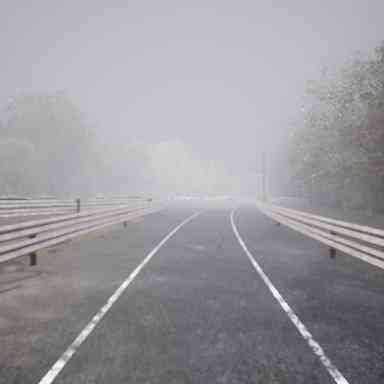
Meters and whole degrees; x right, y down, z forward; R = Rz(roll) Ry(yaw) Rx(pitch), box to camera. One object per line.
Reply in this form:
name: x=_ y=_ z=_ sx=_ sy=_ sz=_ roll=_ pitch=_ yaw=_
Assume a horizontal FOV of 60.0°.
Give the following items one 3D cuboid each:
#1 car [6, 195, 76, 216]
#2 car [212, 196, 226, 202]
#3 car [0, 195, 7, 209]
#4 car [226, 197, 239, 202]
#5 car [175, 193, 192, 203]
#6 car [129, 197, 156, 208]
car: x=-11.723 y=1.131 z=26.872 sx=2.033 sy=1.411 sz=5.357 roll=0 pitch=-1 yaw=21
car: x=6.528 y=1.790 z=84.585 sx=1.882 sy=1.535 sz=5.008 roll=0 pitch=-1 yaw=21
car: x=-14.963 y=1.052 z=28.197 sx=1.882 sy=1.535 sz=5.008 roll=0 pitch=-1 yaw=21
car: x=10.502 y=1.888 z=85.198 sx=2.033 sy=1.411 sz=5.357 roll=0 pitch=-1 yaw=21
car: x=-1.908 y=1.342 z=72.192 sx=2.150 sy=2.045 sz=5.566 roll=0 pitch=-1 yaw=21
car: x=-6.081 y=1.339 z=41.527 sx=1.994 sy=1.385 sz=4.181 roll=0 pitch=-1 yaw=21
